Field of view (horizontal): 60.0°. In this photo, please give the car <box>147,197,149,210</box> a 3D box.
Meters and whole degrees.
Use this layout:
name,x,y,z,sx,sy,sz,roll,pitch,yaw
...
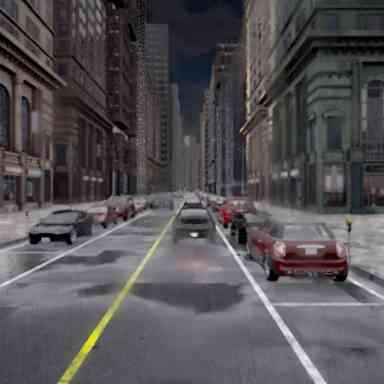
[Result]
name,x,y,z,sx,sy,sz,roll,pitch,yaw
car,-5.766,1.389,37.667,2.008,1.369,4.403,0,0,0

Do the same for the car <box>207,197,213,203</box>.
name,x,y,z,sx,sy,sz,roll,pitch,yaw
car,2.760,1.412,32.072,2.008,1.369,4.403,0,0,0

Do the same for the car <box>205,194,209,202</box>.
name,x,y,z,sx,sy,sz,roll,pitch,yaw
car,2.758,1.359,43.276,1.887,1.381,4.507,0,0,0

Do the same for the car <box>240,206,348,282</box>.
name,x,y,z,sx,sy,sz,roll,pitch,yaw
car,2.764,1.398,9.663,1.967,1.590,4.097,0,0,0

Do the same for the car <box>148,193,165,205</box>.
name,x,y,z,sx,sy,sz,roll,pitch,yaw
car,-5.768,1.082,54.472,2.192,1.841,5.009,0,0,0

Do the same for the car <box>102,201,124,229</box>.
name,x,y,z,sx,sy,sz,roll,pitch,yaw
car,-5.763,1.492,20.862,1.802,1.307,4.206,0,0,0

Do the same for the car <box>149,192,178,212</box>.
name,x,y,z,sx,sy,sz,roll,pitch,yaw
car,-3.104,1.063,36.962,2.150,2.045,5.566,0,0,0

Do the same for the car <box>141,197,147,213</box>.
name,x,y,z,sx,sy,sz,roll,pitch,yaw
car,-5.765,1.388,31.896,1.752,1.417,4.829,0,0,0

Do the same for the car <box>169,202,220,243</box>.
name,x,y,z,sx,sy,sz,roll,pitch,yaw
car,0.091,1.436,15.612,1.837,1.490,4.892,0,0,0

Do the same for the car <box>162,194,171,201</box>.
name,x,y,z,sx,sy,sz,roll,pitch,yaw
car,-5.773,1.256,76.880,1.802,1.307,4.206,0,0,0

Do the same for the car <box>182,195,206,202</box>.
name,x,y,z,sx,sy,sz,roll,pitch,yaw
car,0.090,1.338,32.372,1.882,1.535,5.008,0,0,0

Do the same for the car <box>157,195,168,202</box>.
name,x,y,z,sx,sy,sz,roll,pitch,yaw
car,-5.771,1.265,65.676,1.887,1.381,4.507,0,0,0

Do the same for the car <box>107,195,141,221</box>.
name,x,y,z,sx,sy,sz,roll,pitch,yaw
car,-5.763,1.201,26.463,2.192,1.841,5.009,0,0,0

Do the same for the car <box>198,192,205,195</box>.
name,x,y,z,sx,sy,sz,roll,pitch,yaw
car,2.754,1.137,71.286,1.967,1.590,4.097,0,0,0

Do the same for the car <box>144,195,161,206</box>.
name,x,y,z,sx,sy,sz,roll,pitch,yaw
car,-5.767,1.231,48.871,1.967,1.590,4.097,0,0,0

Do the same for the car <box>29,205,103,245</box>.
name,x,y,z,sx,sy,sz,roll,pitch,yaw
car,-5.762,1.500,15.261,1.947,1.339,4.313,0,0,0

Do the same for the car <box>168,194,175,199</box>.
name,x,y,z,sx,sy,sz,roll,pitch,yaw
car,-5.775,1.150,93.685,1.887,1.381,4.507,0,0,0

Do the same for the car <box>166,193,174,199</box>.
name,x,y,z,sx,sy,sz,roll,pitch,yaw
car,-5.774,1.069,88.083,1.967,1.590,4.097,0,0,0

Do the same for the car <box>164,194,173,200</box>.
name,x,y,z,sx,sy,sz,roll,pitch,yaw
car,-5.773,1.177,82.311,1.752,1.417,4.829,0,0,0

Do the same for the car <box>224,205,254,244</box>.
name,x,y,z,sx,sy,sz,roll,pitch,yaw
car,2.763,1.499,15.266,1.947,1.339,4.313,0,0,0

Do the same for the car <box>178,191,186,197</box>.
name,x,y,z,sx,sy,sz,roll,pitch,yaw
car,-3.013,0.762,78.560,2.097,1.767,4.553,0,0,0

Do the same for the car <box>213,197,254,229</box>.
name,x,y,z,sx,sy,sz,roll,pitch,yaw
car,2.763,1.224,20.866,2.192,1.841,5.009,0,0,0

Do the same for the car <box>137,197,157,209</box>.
name,x,y,z,sx,sy,sz,roll,pitch,yaw
car,-5.767,1.381,43.270,1.947,1.339,4.313,0,0,0
